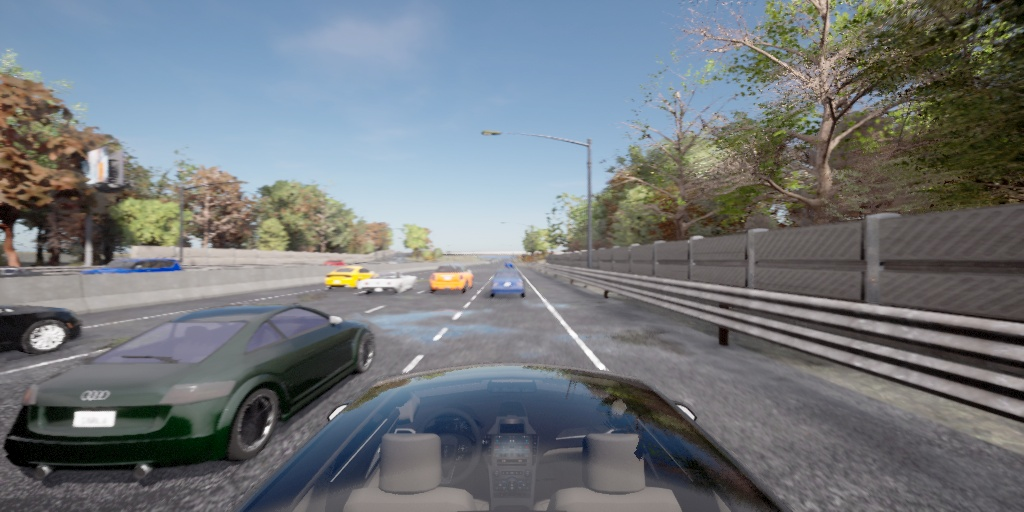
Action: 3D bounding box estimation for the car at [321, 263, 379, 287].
[{"bbox_3d":[-10.675,1.436,24.291,1.882,1.535,5.008,0,-1,-1],"label":"car"}]

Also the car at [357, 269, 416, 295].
[{"bbox_3d":[-7.148,1.531,21.343,1.895,1.301,4.718,0,-1,-1],"label":"car"}]

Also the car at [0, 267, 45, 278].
[{"bbox_3d":[-31.847,1.435,21.691,2.128,1.511,4.902,0,-1,0],"label":"car"}]

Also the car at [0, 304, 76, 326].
[{"bbox_3d":[-10.515,1.297,5.962,1.837,1.490,4.892,0,-1,-1],"label":"car"}]

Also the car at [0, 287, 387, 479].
[{"bbox_3d":[-3.506,1.345,5.002,1.994,1.385,4.181,0,-1,-1],"label":"car"}]

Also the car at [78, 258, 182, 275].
[{"bbox_3d":[-24.868,1.179,23.647,2.150,2.045,5.566,0,0,0],"label":"car"}]

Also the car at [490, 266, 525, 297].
[{"bbox_3d":[-0.243,1.464,20.264,2.033,1.411,5.357,0,-1,-1],"label":"car"}]

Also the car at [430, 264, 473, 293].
[{"bbox_3d":[-3.660,1.290,22.404,2.097,1.767,4.553,0,-1,0],"label":"car"}]

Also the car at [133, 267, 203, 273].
[{"bbox_3d":[-21.368,1.557,23.617,1.895,1.301,4.718,0,-1,0],"label":"car"}]
